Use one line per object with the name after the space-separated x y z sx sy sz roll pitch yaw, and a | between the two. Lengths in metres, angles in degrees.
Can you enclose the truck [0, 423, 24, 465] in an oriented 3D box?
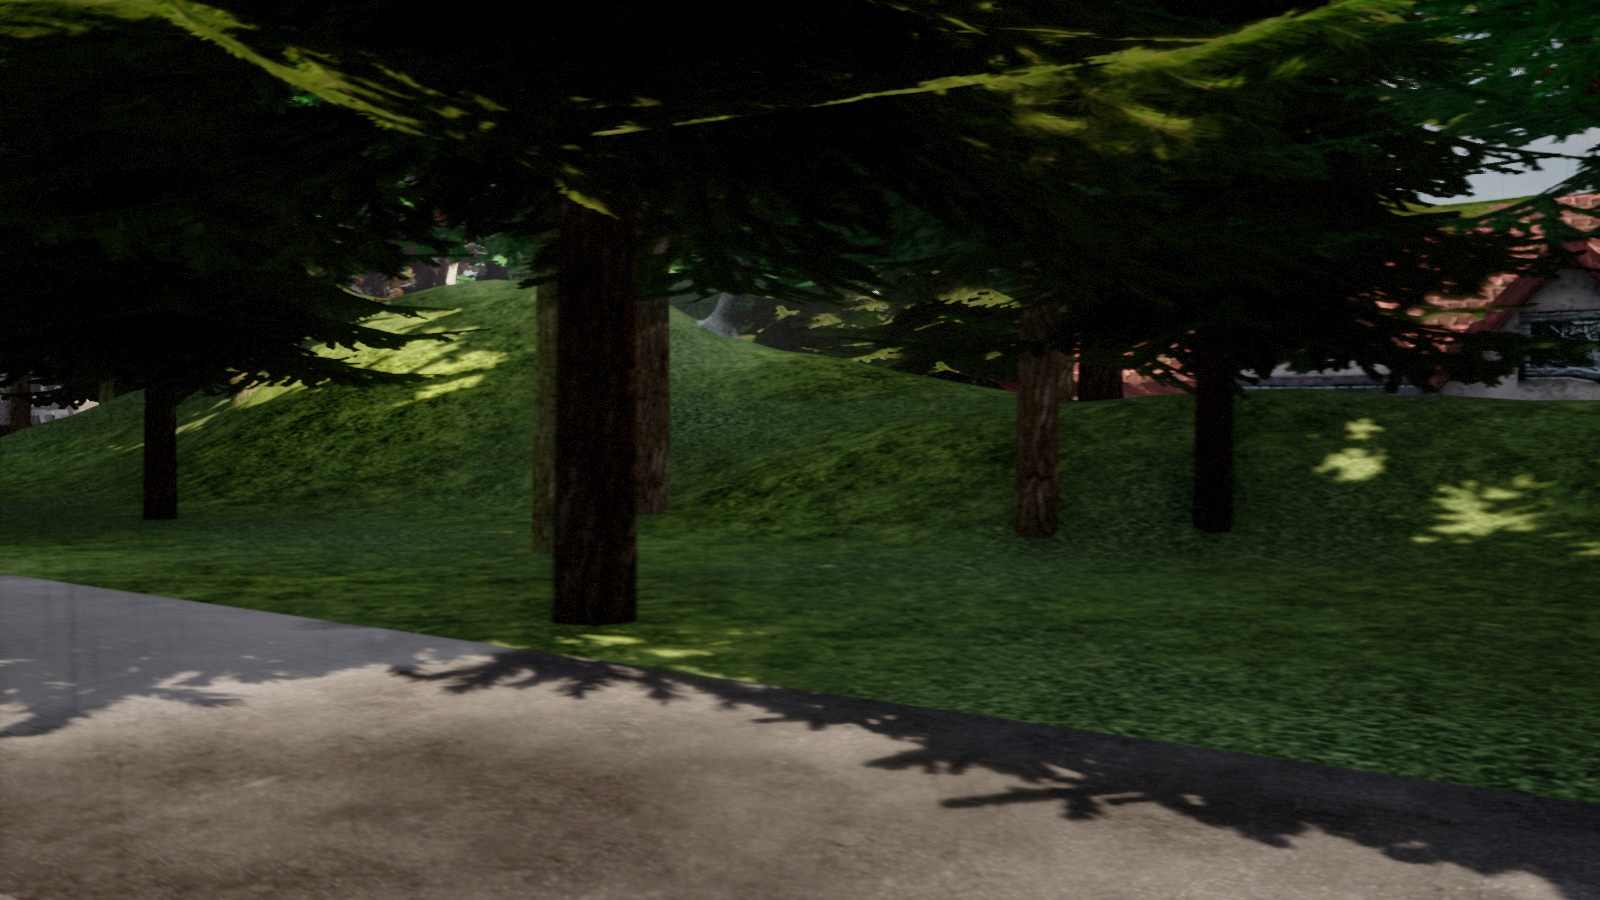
-49.254 -0.321 74.132 2.627 2.467 5.204 0 1 34 | truck
